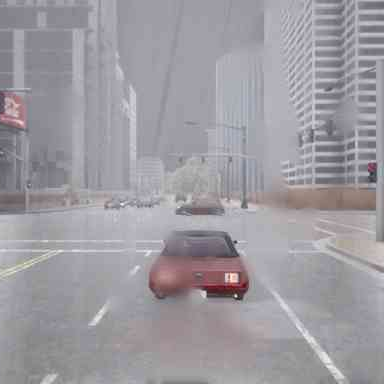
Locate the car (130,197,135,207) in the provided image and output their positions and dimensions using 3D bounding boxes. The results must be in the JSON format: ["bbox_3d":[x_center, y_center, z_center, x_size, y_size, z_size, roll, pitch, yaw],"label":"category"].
[{"bbox_3d":[-9.857,1.491,52.704,2.128,1.511,4.902,0,0,1],"label":"car"}]

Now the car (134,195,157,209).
[{"bbox_3d":[-6.442,1.526,46.712,1.812,1.442,4.674,0,0,1],"label":"car"}]

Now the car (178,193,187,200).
[{"bbox_3d":[-2.319,1.184,84.106,2.097,1.767,4.553,0,0,1],"label":"car"}]

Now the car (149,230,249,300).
[{"bbox_3d":[0.214,1.601,8.344,1.895,1.301,4.718,0,0,2],"label":"car"}]

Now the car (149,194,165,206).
[{"bbox_3d":[-6.304,1.491,55.841,2.128,1.511,4.902,0,0,1],"label":"car"}]

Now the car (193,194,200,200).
[{"bbox_3d":[1.181,1.353,84.086,1.812,1.442,4.674,0,0,1],"label":"car"}]

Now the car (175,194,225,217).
[{"bbox_3d":[0.733,1.352,30.612,4.553,1.767,2.097,0,0,1],"label":"car"}]

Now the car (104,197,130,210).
[{"bbox_3d":[-9.995,1.491,43.276,2.128,1.511,4.902,0,0,1],"label":"car"}]

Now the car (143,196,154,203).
[{"bbox_3d":[-9.473,1.524,73.348,1.812,1.442,4.674,0,0,1],"label":"car"}]

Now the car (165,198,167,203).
[{"bbox_3d":[-6.107,1.601,65.939,1.895,1.301,4.718,0,0,1],"label":"car"}]
